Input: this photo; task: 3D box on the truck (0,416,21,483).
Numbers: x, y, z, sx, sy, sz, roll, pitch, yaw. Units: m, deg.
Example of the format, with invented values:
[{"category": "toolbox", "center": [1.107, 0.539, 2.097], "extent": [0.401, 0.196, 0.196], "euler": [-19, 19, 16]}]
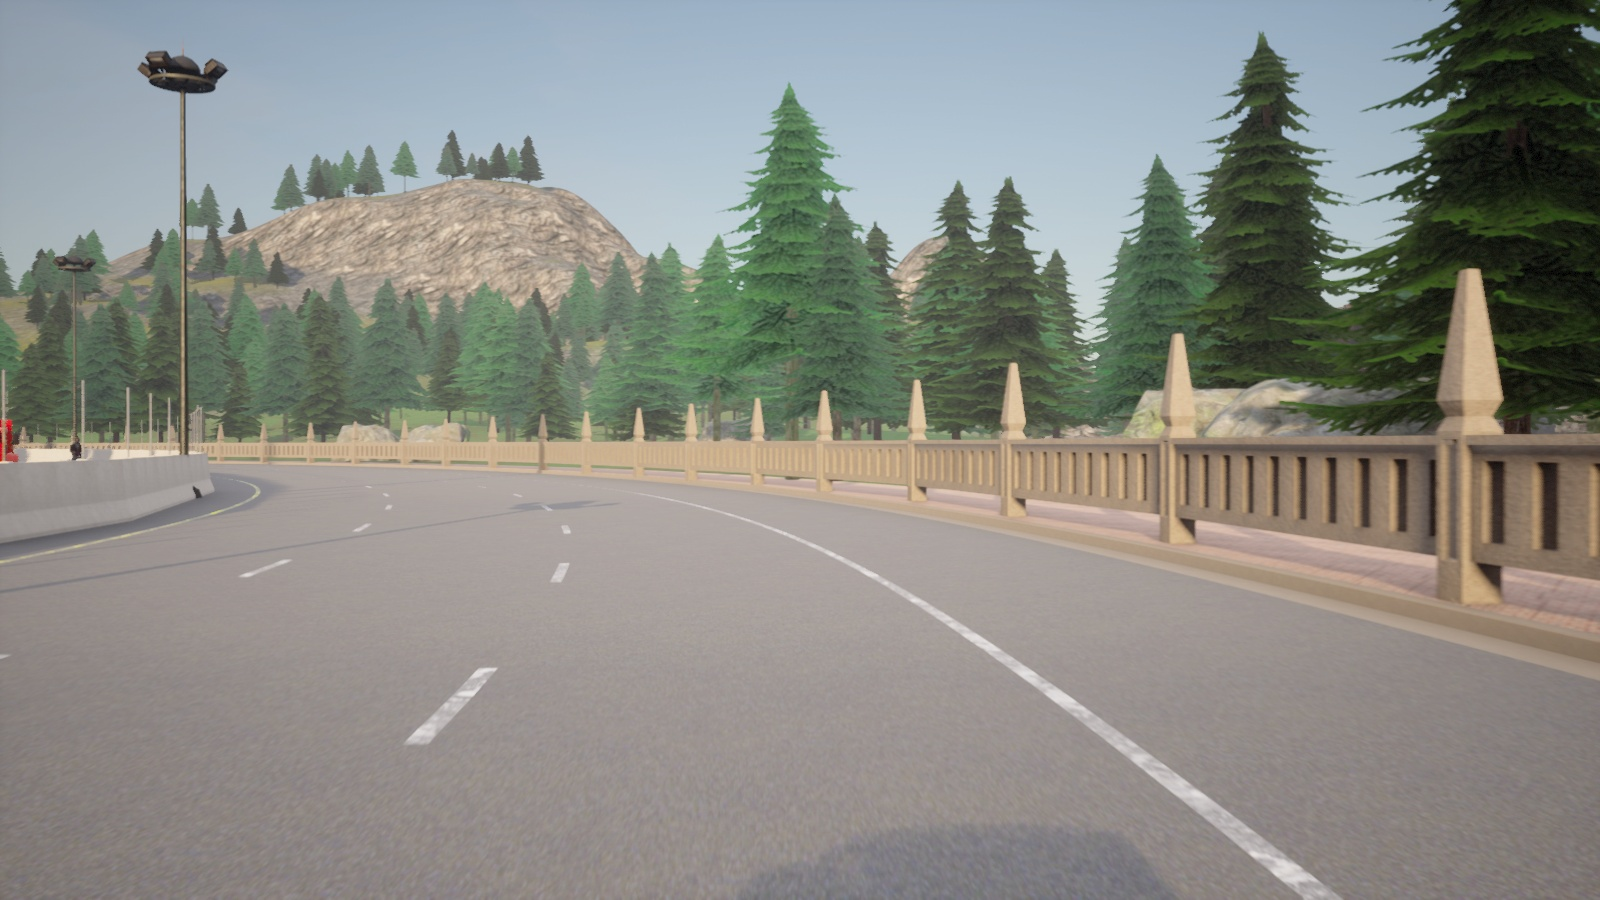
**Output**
[{"category": "truck", "center": [-31.710, -0.034, 48.573], "extent": [2.627, 2.467, 5.204], "euler": [1, 0, -32]}]
